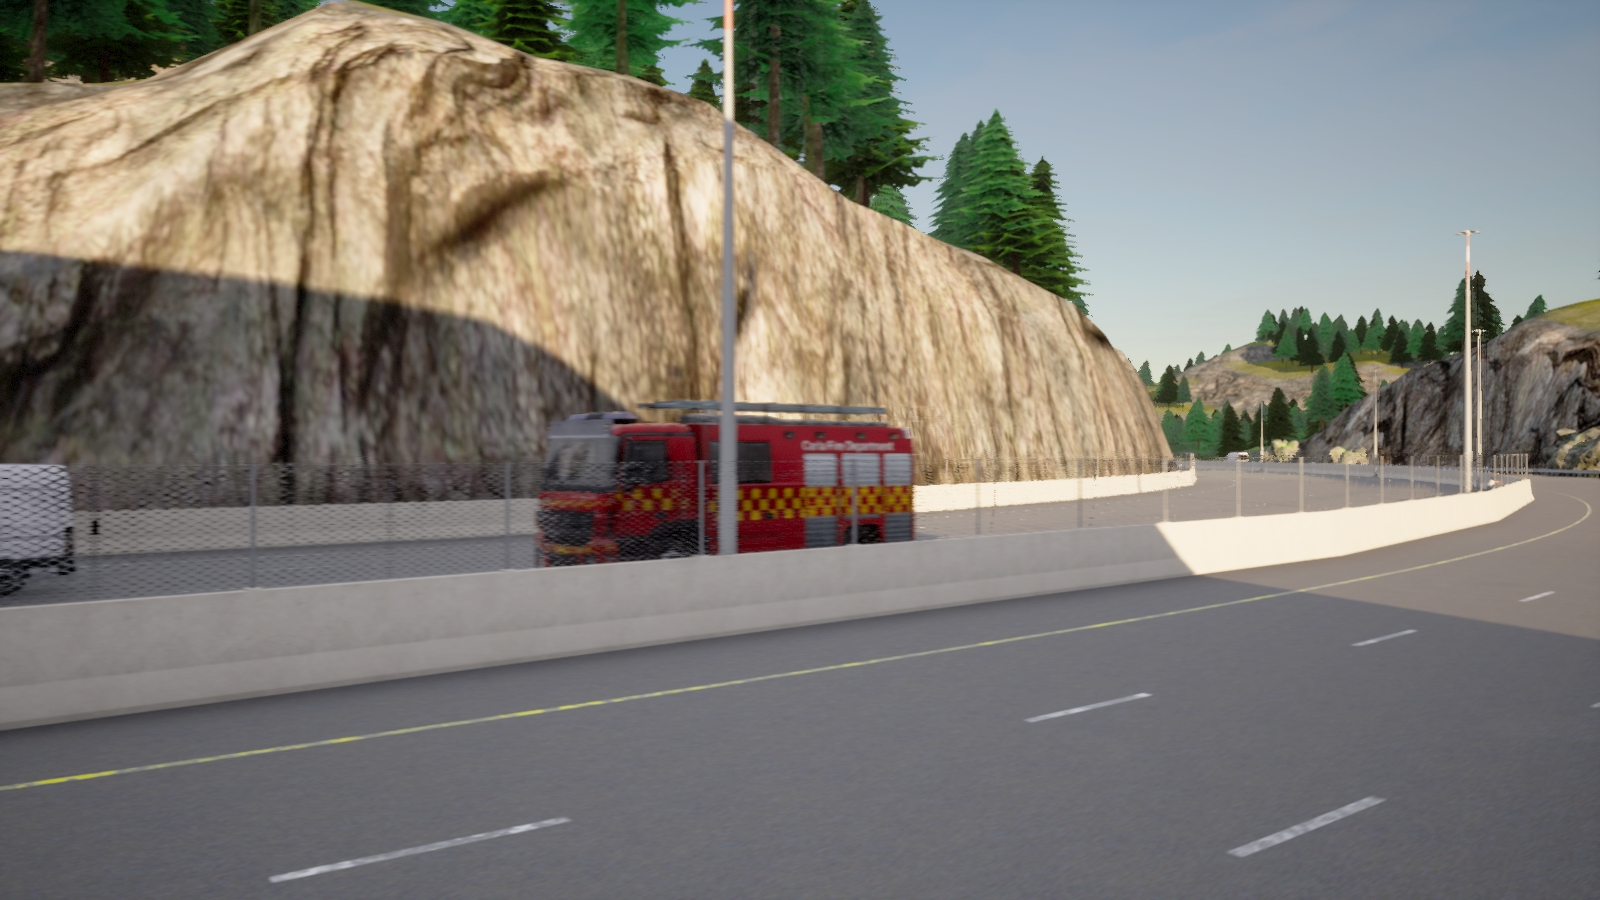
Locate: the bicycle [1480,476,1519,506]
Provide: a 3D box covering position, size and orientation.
[{"bbox_3d":[36.008,2.105,58.847,1.643,1.514,0.373,-2,-5,37],"label":"bicycle"}]

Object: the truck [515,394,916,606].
[{"bbox_3d":[-1.524,0.912,24.454,8.468,3.827,2.891,0,0,-40],"label":"truck"}]

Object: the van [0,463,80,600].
[{"bbox_3d":[-17.126,1.553,21.492,5.915,2.561,1.988,0,0,-37],"label":"van"}]
